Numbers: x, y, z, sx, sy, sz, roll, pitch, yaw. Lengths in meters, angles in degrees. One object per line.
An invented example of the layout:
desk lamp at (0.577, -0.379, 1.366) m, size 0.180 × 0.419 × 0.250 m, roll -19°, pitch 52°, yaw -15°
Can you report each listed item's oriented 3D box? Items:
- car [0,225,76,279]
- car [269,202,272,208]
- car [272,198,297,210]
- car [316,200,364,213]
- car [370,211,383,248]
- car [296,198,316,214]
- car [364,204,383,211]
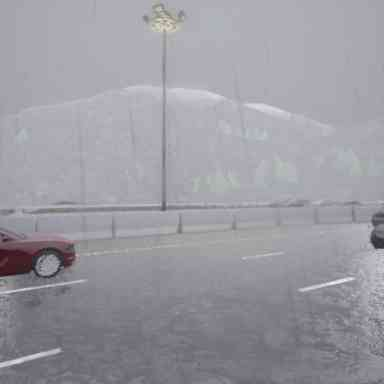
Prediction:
car at (-5.521, 1.451, 8.309) m, size 5.008 × 1.535 × 1.882 m, roll 0°, pitch 0°, yaw -35°
car at (12.167, 1.502, 42.506) m, size 5.008 × 1.535 × 1.882 m, roll 1°, pitch 0°, yaw -24°
car at (12.195, 1.532, 38.684) m, size 4.892 × 1.490 × 1.837 m, roll 0°, pitch 0°, yaw -24°
car at (14.757, 1.544, 32.168) m, size 4.892 × 1.490 × 1.837 m, roll 0°, pitch 0°, yaw -24°
car at (9.187, 1.591, 13.433) m, size 4.181 × 1.385 × 1.994 m, roll 0°, pitch 0°, yaw -29°
car at (13.894, 1.560, 35.614) m, size 4.674 × 1.442 × 1.812 m, roll 0°, pitch 0°, yaw -24°
car at (12.489, 1.542, 19.195) m, size 4.892 × 1.490 × 1.837 m, roll 0°, pitch 0°, yaw -27°
